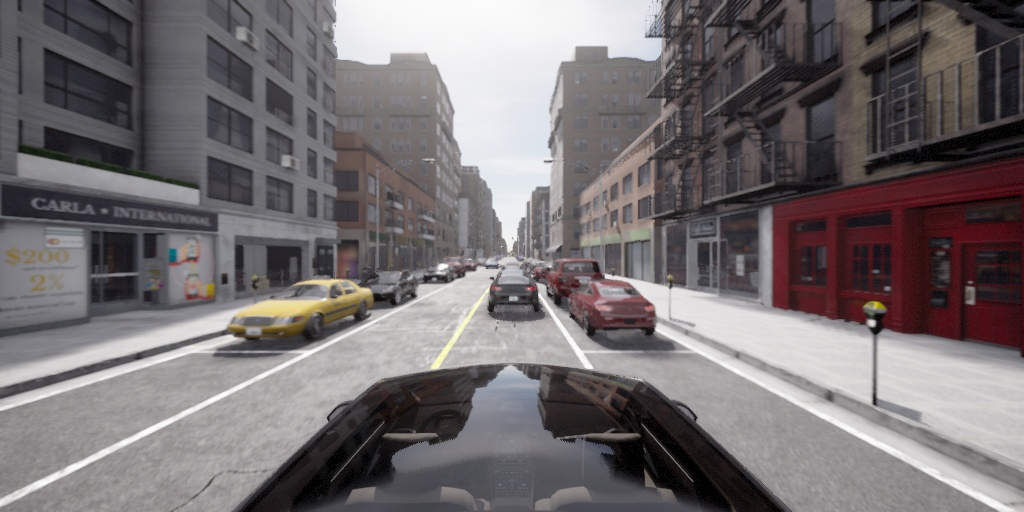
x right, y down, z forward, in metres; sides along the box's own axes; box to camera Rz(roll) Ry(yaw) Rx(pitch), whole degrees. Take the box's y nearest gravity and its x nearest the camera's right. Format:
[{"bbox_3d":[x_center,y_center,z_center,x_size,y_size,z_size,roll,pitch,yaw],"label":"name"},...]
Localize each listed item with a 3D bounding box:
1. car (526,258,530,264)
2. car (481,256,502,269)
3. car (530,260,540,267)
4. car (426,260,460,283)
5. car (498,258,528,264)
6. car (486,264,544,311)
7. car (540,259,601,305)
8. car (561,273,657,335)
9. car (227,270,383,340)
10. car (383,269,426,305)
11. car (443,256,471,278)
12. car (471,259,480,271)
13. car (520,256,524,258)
[{"bbox_3d":[2.627,1.172,38.479,2.007,1.370,4.403,0,0,0],"label":"car"},{"bbox_3d":[-2.845,1.123,51.230,2.033,1.411,5.357,0,0,0],"label":"car"},{"bbox_3d":[2.630,1.102,27.117,1.967,1.591,4.097,0,0,0],"label":"car"},{"bbox_3d":[-5.395,1.228,27.110,1.948,1.339,4.313,0,0,0],"label":"car"},{"bbox_3d":[0.064,1.163,28.828,1.837,1.490,4.892,0,1,0],"label":"car"},{"bbox_3d":[0.069,1.234,14.134,1.812,1.442,4.674,0,0,0],"label":"car"},{"bbox_3d":[2.633,1.018,15.754,2.192,1.841,5.009,0,0,0],"label":"car"},{"bbox_3d":[2.635,1.305,10.073,1.802,1.307,4.207,0,0,0],"label":"car"},{"bbox_3d":[-5.390,1.248,9.894,1.751,1.417,4.829,0,0,0],"label":"car"},{"bbox_3d":[-5.392,1.269,15.746,1.948,1.339,4.313,0,0,0],"label":"car"},{"bbox_3d":[-5.397,0.956,32.791,2.192,1.841,5.009,0,0,0],"label":"car"},{"bbox_3d":[-5.400,1.041,44.155,1.967,1.591,4.097,0,0,0],"label":"car"},{"bbox_3d":[2.620,1.064,61.374,1.751,1.417,4.829,0,0,0],"label":"car"}]
